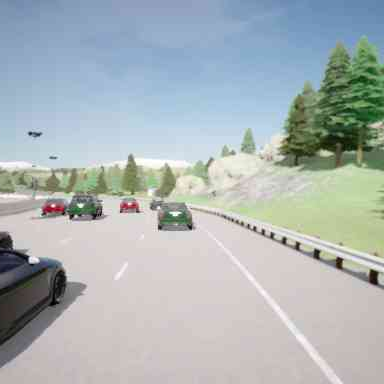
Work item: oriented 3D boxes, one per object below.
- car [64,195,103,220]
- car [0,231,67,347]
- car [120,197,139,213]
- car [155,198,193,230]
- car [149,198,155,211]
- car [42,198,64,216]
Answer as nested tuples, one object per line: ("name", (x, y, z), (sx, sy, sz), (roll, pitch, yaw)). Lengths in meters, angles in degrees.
("car", (-9.125, 1.240, 28.833), (2.150, 2.045, 5.566), (0, 0, -8))
("car", (-3.586, 1.571, 5.360), (1.994, 1.385, 4.181), (0, 0, -2))
("car", (-7.191, 1.367, 38.264), (2.097, 1.767, 4.553), (0, 0, -10))
("car", (-1.188, 1.355, 21.505), (2.097, 1.767, 4.553), (0, 0, -6))
("car", (-4.350, 1.501, 41.950), (2.128, 1.511, 4.902), (0, 0, -12))
("car", (-13.421, 1.378, 33.405), (2.097, 1.767, 4.553), (0, 0, -9))
